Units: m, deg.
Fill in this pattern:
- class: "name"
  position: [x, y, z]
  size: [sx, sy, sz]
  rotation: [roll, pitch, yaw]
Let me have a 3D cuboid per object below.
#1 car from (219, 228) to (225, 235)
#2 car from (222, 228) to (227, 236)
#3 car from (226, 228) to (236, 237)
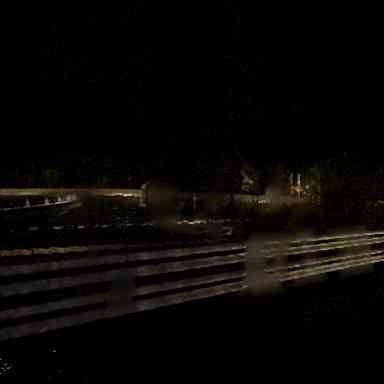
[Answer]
- class: "car"
  position: [8.423, 8.757, 74.308]
  size: [4.553, 1.767, 2.097]
  rotation: [-1, 0, -17]
- class: "car"
  position: [9.485, 8.942, 70.974]
  size: [4.674, 1.442, 1.812]
  rotation: [-1, 0, -17]
- class: "car"
  position: [10.528, 8.653, 67.629]
  size: [5.566, 2.045, 2.150]
  rotation: [-1, 0, -17]
